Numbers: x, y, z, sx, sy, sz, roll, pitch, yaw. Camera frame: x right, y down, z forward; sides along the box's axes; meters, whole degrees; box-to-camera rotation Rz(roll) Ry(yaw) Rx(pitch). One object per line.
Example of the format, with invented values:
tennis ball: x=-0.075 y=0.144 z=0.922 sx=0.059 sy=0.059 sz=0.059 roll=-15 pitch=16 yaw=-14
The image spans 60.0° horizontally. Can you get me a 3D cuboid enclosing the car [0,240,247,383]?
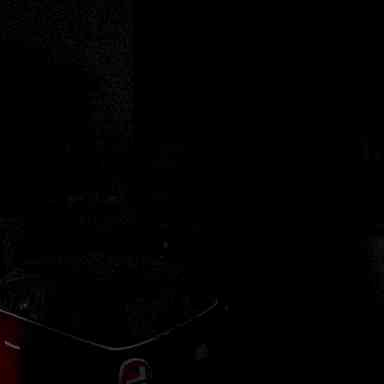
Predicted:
car: x=-1.519 y=1.440 z=4.027 sx=4.097 sy=1.590 sz=1.967 roll=0 pitch=0 yaw=35
